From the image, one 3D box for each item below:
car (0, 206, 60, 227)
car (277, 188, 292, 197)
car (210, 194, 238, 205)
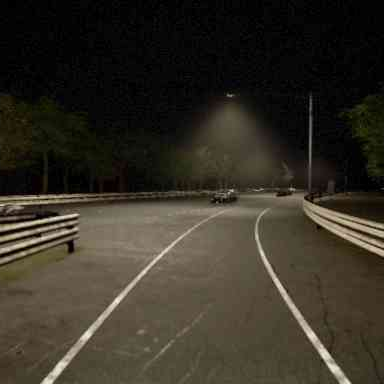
[{"bbox_3d":[-9.283,1.403,17.444,1.895,1.301,4.718,1,2,30],"label":"car"},{"bbox_3d":[18.445,0.059,66.154,2.097,1.767,4.553,1,2,30],"label":"car"},{"bbox_3d":[4.056,0.877,40.894,1.895,1.301,4.718,1,2,30],"label":"car"}]
